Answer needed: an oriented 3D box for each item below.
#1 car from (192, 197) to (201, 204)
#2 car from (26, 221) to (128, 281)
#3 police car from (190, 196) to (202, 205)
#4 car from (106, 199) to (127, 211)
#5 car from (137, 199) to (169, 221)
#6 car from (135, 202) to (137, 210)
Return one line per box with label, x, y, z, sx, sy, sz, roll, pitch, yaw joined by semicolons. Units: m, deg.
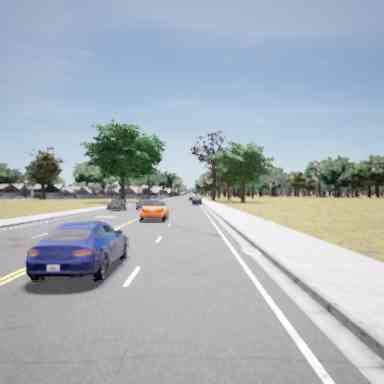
car;0.998;1.935;76.629;1.837;1.490;4.892;0;0;0
car;-3.147;1.571;9.849;1.812;1.442;4.674;0;0;0
police car;0.995;1.791;66.739;1.930;1.638;5.238;0;0;0
car;-9.822;1.725;43.482;1.837;1.490;4.892;0;0;0
car;-3.141;1.487;28.628;2.097;1.767;4.553;0;0;0
car;-6.568;1.738;45.736;1.837;1.490;4.892;0;0;0
